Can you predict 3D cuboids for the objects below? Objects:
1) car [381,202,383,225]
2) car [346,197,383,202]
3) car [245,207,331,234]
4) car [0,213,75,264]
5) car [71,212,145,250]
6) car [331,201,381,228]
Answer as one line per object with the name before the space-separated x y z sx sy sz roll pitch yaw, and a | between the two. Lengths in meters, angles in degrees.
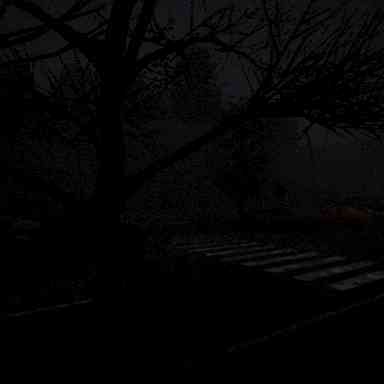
car | 12.986 1.733 25.830 4.674 1.452 2.002 -1 -1 34
car | 15.463 1.458 27.560 5.566 2.045 2.435 -1 -1 35
car | 5.676 1.662 20.587 4.792 1.488 2.163 -1 -1 35
car | -6.575 1.559 11.889 4.674 1.452 2.002 -1 -1 35
car | -4.104 1.571 13.623 4.792 1.488 2.163 -1 -1 34
car | 10.386 1.675 24.184 5.366 1.575 1.946 -1 -1 35
